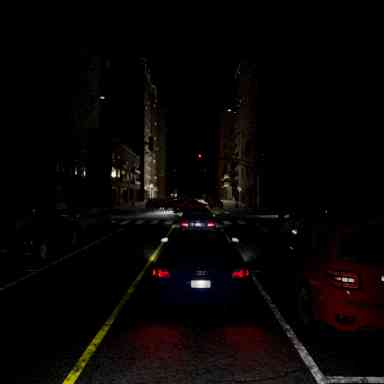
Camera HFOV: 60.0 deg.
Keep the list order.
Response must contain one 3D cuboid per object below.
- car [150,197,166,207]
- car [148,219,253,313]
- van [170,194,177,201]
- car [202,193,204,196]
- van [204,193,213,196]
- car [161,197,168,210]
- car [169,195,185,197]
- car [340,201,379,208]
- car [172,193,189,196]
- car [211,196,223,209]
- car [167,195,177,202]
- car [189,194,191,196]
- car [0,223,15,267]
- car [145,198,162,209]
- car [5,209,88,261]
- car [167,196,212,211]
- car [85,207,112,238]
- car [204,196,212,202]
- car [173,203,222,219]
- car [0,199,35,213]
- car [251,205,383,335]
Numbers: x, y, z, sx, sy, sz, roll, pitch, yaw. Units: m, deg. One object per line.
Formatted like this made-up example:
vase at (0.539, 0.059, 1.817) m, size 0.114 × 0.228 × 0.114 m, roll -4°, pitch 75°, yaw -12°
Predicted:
car at (-5.153, 1.557, 50.709) m, size 1.887 × 1.381 × 4.507 m, roll 1°, pitch 0°, yaw 1°
car at (0.185, 1.566, 7.772) m, size 1.994 × 1.385 × 4.181 m, roll 0°, pitch 0°, yaw 1°
van at (-4.677, 1.371, 84.743) m, size 1.690 × 1.788 × 3.998 m, roll 1°, pitch 0°, yaw 1°
car at (3.611, 1.335, 67.600) m, size 2.192 × 1.841 × 5.009 m, roll 1°, pitch 0°, yaw 1°
van at (3.532, 1.358, 61.928) m, size 1.690 × 1.788 × 3.998 m, roll 1°, pitch 0°, yaw 1°
car at (-2.504, 1.611, 43.240) m, size 1.895 × 1.301 × 4.718 m, roll 0°, pitch 0°, yaw 1°
car at (-2.366, 1.614, 52.670) m, size 1.895 × 1.301 × 4.718 m, roll 0°, pitch 0°, yaw 1°
car at (15.368, 1.654, 31.937) m, size 4.902 × 1.511 × 2.128 m, roll 0°, pitch -1°, yaw 1°
car at (-2.200, 1.369, 62.478) m, size 2.097 × 1.767 × 4.553 m, roll 0°, pitch 0°, yaw 1°
car at (3.293, 1.593, 44.909) m, size 1.802 × 1.307 × 4.206 m, roll 1°, pitch 0°, yaw 1°
car at (-4.757, 1.466, 79.071) m, size 1.967 × 1.590 × 4.097 m, roll 1°, pitch 0°, yaw 1°
car at (-1.946, 1.555, 76.242) m, size 2.033 × 1.411 × 5.357 m, roll 0°, pitch 0°, yaw 1°
car at (-5.767, 1.527, 6.602) m, size 1.752 × 1.417 × 4.829 m, roll 1°, pitch 0°, yaw 1°
car at (-5.232, 1.555, 45.037) m, size 1.887 × 1.381 × 4.507 m, roll 1°, pitch 0°, yaw 1°
car at (-5.687, 1.547, 12.396) m, size 1.887 × 1.381 × 4.507 m, roll 1°, pitch 0°, yaw 1°
car at (-0.155, 1.510, 35.312) m, size 1.882 × 1.535 × 5.008 m, roll 2°, pitch 1°, yaw 31°
car at (-5.611, 1.529, 17.850) m, size 1.752 × 1.417 × 4.829 m, roll 1°, pitch 0°, yaw 1°
car at (3.766, 1.608, 78.945) m, size 1.802 × 1.307 × 4.206 m, roll 1°, pitch 0°, yaw 1°
car at (0.292, 1.552, 17.836) m, size 2.033 × 1.411 × 5.357 m, roll 0°, pitch 0°, yaw 0°
car at (-16.386, 1.341, 29.354) m, size 4.902 × 1.511 × 2.128 m, roll 1°, pitch -1°, yaw 1°
car at (2.762, 1.316, 6.644) m, size 2.192 × 1.841 × 5.009 m, roll 1°, pitch 0°, yaw 1°
